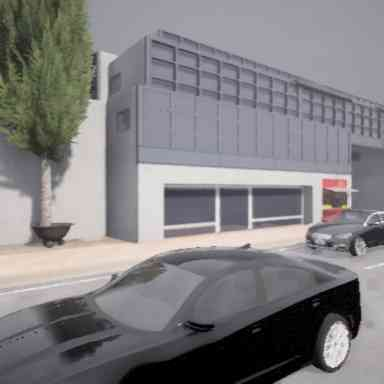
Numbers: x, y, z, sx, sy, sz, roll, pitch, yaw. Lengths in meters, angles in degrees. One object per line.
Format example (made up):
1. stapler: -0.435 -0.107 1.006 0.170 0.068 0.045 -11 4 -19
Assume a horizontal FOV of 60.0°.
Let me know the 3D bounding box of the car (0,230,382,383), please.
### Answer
1. car: 0.083 1.470 4.045 5.008 1.535 1.882 0 0 -36

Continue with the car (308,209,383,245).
1. car: 6.398 1.445 12.844 4.902 1.511 2.128 0 0 -35
